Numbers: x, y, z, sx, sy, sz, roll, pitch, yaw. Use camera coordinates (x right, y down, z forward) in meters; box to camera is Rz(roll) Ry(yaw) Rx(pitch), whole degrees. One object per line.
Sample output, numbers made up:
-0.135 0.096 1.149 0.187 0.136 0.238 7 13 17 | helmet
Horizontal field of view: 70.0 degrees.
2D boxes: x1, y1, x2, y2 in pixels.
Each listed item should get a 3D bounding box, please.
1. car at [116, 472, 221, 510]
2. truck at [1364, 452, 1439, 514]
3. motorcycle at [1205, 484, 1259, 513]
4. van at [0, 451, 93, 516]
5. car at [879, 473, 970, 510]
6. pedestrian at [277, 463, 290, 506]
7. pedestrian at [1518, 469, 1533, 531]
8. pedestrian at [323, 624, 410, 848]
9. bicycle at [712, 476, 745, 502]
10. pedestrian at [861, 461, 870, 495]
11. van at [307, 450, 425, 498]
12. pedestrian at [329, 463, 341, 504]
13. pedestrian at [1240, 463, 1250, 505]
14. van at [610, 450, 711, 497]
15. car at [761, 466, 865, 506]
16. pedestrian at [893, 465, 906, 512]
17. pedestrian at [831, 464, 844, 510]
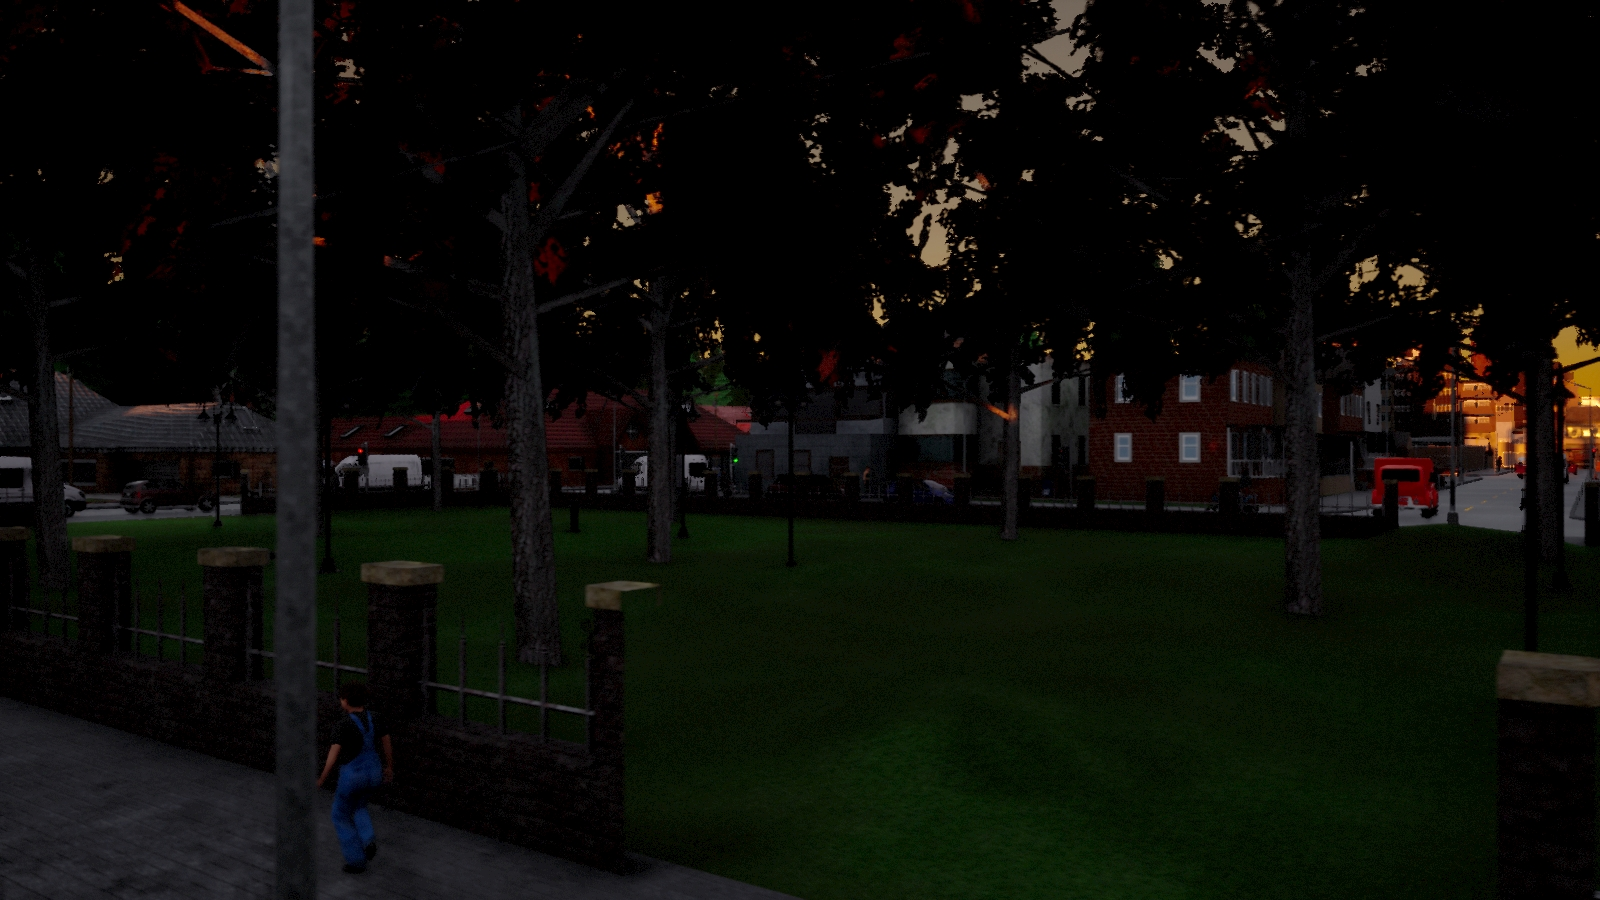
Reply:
-28.216 1.805 51.151 1.789 1.549 3.705 0 0 35 | car
25.610 1.358 48.534 2.627 2.467 5.204 0 -1 30 | truck
17.745 1.993 46.955 2.033 1.145 0.803 0 -3 25 | motorcycle
-32.016 1.313 45.831 1.988 2.561 5.915 0 0 36 | van
5.554 1.817 51.035 3.633 1.501 1.845 0 0 36 | car
-22.923 1.524 50.734 0.375 1.860 0.375 0 0 25 | pedestrian
22.154 1.525 34.892 0.375 1.860 0.375 0 0 35 | pedestrian
-2.775 1.805 7.310 0.375 1.300 0.375 0 0 35 | pedestrian
-3.606 1.939 57.312 1.835 1.271 0.329 0 0 35 | bicycle
3.586 1.524 62.514 0.375 1.860 0.375 0 0 34 | pedestrian
-24.208 1.313 63.903 1.988 2.561 5.915 -1 0 43 | van
-21.259 1.524 52.223 0.375 1.860 0.375 0 0 35 | pedestrian
19.918 1.516 51.127 0.375 1.860 0.375 0 0 33 | pedestrian
-8.024 1.314 65.224 5.915 2.561 1.988 0 0 35 | van
0.609 1.685 54.287 4.553 1.767 2.097 0 0 35 | car
3.961 1.524 45.478 0.375 1.860 0.375 0 0 35 | pedestrian
1.544 1.525 47.244 0.375 1.860 0.375 0 0 34 | pedestrian
